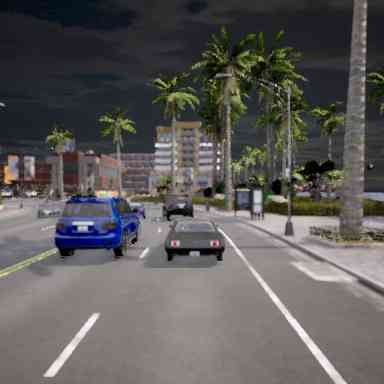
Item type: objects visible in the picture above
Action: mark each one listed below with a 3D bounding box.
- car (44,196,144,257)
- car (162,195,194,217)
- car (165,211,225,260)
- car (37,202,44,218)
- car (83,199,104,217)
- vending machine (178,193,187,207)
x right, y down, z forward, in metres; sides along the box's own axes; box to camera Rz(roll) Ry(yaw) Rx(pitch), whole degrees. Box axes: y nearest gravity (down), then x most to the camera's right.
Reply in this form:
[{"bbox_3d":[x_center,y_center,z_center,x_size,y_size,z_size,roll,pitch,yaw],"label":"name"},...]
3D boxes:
[{"bbox_3d":[-3.441,1.225,13.054,2.150,2.045,5.566,0,0,-1],"label":"car"},{"bbox_3d":[-1.289,1.229,28.260,2.150,2.045,5.566,0,0,-10],"label":"car"},{"bbox_3d":[0.071,1.604,12.406,1.895,1.301,4.718,0,0,-1],"label":"car"},{"bbox_3d":[-12.531,1.498,29.844,2.128,1.511,4.902,0,0,-14],"label":"car"},{"bbox_3d":[-9.747,1.513,33.051,1.837,1.490,4.892,0,0,-16],"label":"car"},{"bbox_3d":[-1.471,1.209,52.407,1.100,2.100,0.880,0,0,-27],"label":"vending machine"}]
